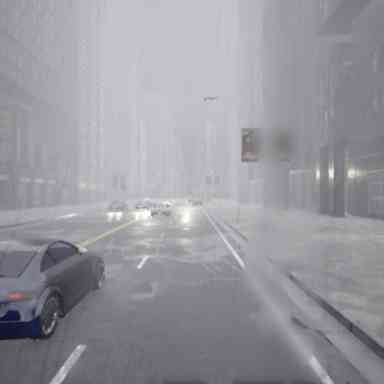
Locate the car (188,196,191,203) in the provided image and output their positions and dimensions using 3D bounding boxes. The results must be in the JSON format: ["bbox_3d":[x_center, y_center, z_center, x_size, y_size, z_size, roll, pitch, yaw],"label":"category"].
[{"bbox_3d":[-0.030,2.166,84.547,1.994,1.385,4.181,0,0,0],"label":"car"}]

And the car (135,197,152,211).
[{"bbox_3d":[-6.584,1.811,45.323,2.128,1.511,4.902,0,-1,0],"label":"car"}]

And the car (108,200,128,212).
[{"bbox_3d":[-9.835,1.805,44.502,2.128,1.511,4.902,0,-1,0],"label":"car"}]

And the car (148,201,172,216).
[{"bbox_3d":[-3.161,1.846,35.054,1.895,1.301,4.718,0,0,0],"label":"car"}]

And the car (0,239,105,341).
[{"bbox_3d":[-3.153,1.611,6.616,1.994,1.385,4.181,0,0,0],"label":"car"}]

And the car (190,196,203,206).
[{"bbox_3d":[1.115,1.943,65.141,1.882,1.535,5.008,0,0,0],"label":"car"}]
